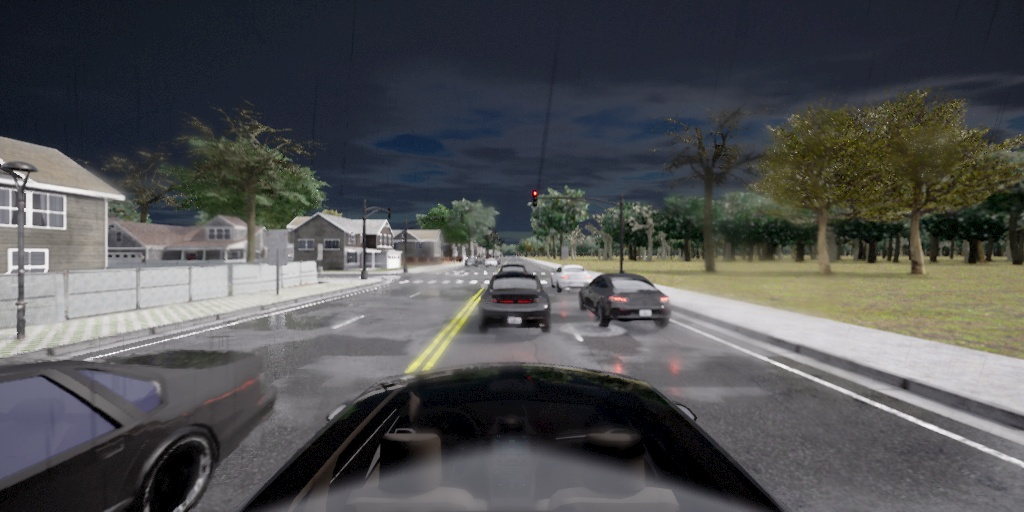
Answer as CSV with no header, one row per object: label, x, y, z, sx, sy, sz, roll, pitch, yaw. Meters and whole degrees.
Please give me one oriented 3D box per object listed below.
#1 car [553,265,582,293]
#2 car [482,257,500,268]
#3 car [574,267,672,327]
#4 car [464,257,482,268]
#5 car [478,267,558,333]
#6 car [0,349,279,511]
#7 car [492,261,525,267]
car,3.321,1.225,20.340,1.812,1.442,4.674,0,0,0
car,-3.287,1.105,57.386,1.812,1.442,4.674,0,0,0
car,3.339,1.250,11.235,1.812,1.442,4.674,0,0,0
car,-6.533,1.071,57.920,2.128,1.511,4.902,0,0,0
car,0.089,1.230,10.597,1.837,1.490,4.892,0,0,0
car,-3.352,1.299,1.344,2.033,1.411,5.357,0,0,0
car,0.069,1.205,20.013,1.837,1.490,4.892,0,0,0
